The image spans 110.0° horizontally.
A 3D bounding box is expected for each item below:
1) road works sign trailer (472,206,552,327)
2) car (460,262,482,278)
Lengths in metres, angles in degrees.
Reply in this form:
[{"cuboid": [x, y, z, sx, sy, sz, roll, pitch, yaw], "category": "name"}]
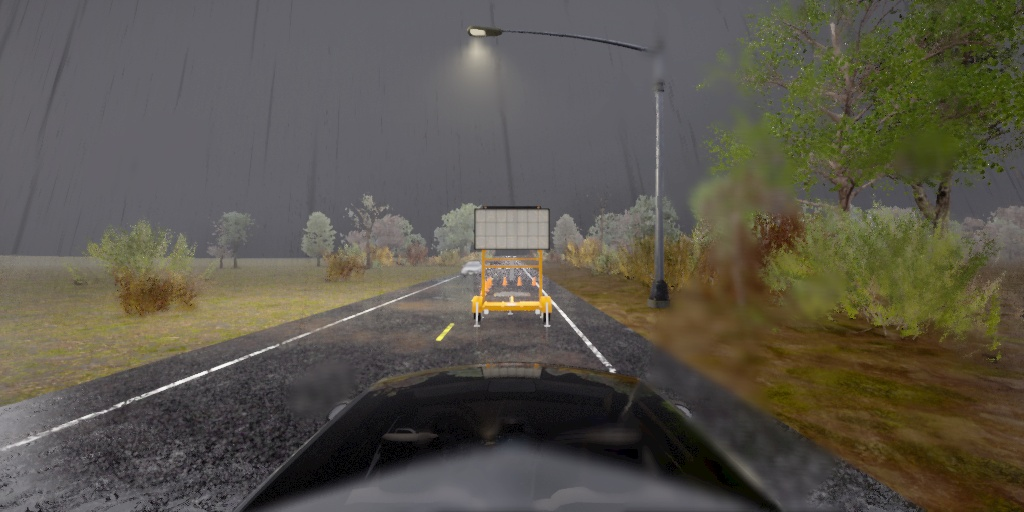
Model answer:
[{"cuboid": [0.002, 0.214, 11.529, 2.380, 3.560, 2.880, 0, 0, 0], "category": "road works sign trailer"}, {"cuboid": [-3.594, 1.260, 33.595, 1.812, 1.442, 4.674, 0, 0, 0], "category": "car"}]
